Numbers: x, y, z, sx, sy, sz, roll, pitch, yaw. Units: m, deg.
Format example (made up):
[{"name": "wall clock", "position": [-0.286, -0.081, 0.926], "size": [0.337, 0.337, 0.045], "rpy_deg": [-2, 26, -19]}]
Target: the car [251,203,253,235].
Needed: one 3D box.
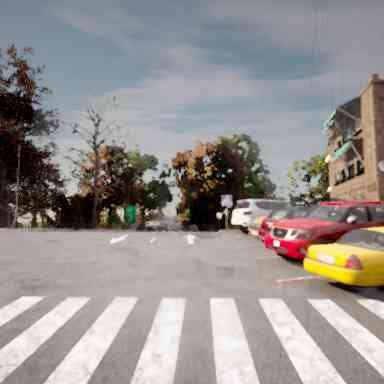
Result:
[{"name": "car", "position": [5.238, 1.479, 14.571], "size": [4.553, 1.767, 2.185], "rpy_deg": [1, -1, -21]}]

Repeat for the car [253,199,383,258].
[{"name": "car", "position": [5.276, 1.329, 11.521], "size": [5.566, 2.045, 2.435], "rpy_deg": [1, 0, -21]}]

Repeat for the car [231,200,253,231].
[{"name": "car", "position": [5.162, 1.557, 20.547], "size": [5.566, 2.045, 2.435], "rpy_deg": [3, -6, -20]}]

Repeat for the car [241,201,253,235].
[{"name": "car", "position": [5.253, 1.541, 17.595], "size": [4.553, 1.767, 2.185], "rpy_deg": [2, -3, -21]}]

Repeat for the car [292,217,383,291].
[{"name": "car", "position": [5.490, 1.556, 8.571], "size": [5.366, 1.575, 1.946], "rpy_deg": [1, -1, -20]}]

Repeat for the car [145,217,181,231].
[{"name": "car", "position": [-2.524, 2.962, 30.125], "size": [1.895, 1.301, 4.718], "rpy_deg": [-2, -8, 16]}]

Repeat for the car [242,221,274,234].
[{"name": "car", "position": [9.571, 5.174, 47.972], "size": [4.553, 1.767, 2.097], "rpy_deg": [7, -9, -38]}]
